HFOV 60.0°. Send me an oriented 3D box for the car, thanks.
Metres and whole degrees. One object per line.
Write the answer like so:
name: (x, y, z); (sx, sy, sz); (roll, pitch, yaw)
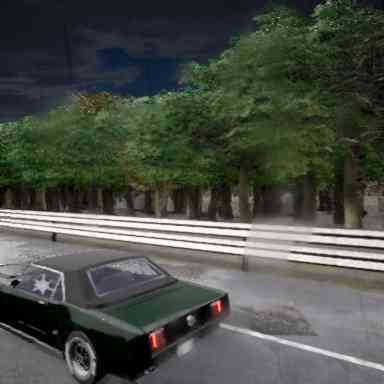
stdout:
car: (-1.866, 1.631, 5.405); (4.718, 1.301, 1.895); (0, 0, 36)
